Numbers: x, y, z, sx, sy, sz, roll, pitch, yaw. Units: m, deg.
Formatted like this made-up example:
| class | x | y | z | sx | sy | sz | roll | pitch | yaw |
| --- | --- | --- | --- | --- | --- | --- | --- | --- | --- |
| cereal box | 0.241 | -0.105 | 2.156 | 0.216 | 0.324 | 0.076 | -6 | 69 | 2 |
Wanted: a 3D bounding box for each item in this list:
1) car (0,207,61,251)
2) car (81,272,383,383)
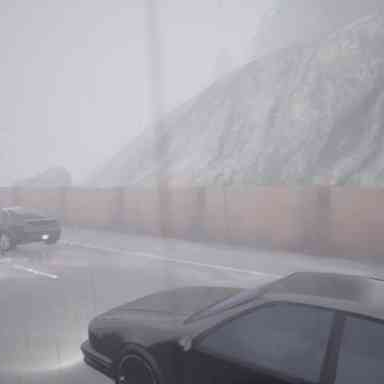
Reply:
| class | x | y | z | sx | sy | sz | roll | pitch | yaw |
| --- | --- | --- | --- | --- | --- | --- | --- | --- | --- |
| car | -7.304 | 1.379 | 13.514 | 4.892 | 1.490 | 1.837 | 0 | 0 | 36 |
| car | 1.315 | 1.542 | 3.055 | 5.357 | 1.411 | 2.033 | 1 | 0 | 36 |
